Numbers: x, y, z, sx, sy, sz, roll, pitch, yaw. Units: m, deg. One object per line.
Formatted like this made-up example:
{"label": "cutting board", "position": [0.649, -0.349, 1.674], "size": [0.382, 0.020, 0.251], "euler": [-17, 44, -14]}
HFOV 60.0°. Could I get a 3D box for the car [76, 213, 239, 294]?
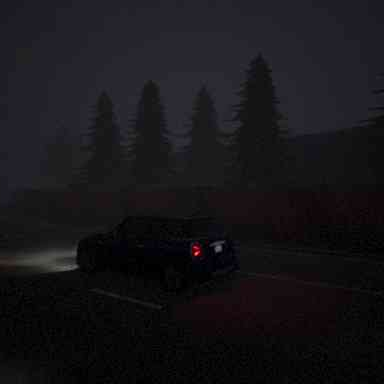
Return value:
{"label": "car", "position": [-1.102, 1.352, 9.056], "size": [4.553, 1.767, 2.097], "euler": [0, 0, 36]}
